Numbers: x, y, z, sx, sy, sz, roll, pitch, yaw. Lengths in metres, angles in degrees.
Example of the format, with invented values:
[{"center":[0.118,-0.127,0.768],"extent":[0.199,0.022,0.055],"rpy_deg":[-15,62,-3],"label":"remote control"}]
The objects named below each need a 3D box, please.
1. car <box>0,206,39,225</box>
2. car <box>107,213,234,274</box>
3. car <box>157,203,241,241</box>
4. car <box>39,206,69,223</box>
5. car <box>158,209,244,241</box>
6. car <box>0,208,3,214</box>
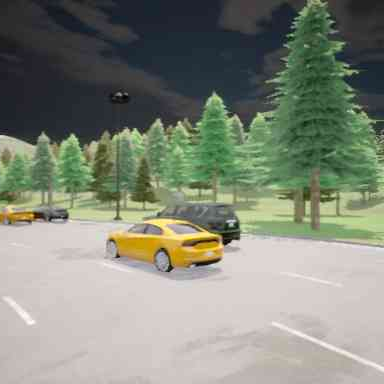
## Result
[{"center":[-15.491,1.957,28.508],"extent":[5.008,1.535,1.882],"rpy_deg":[-1,-1,39],"label":"car"},{"center":[-1.158,1.697,11.622],"extent":[1.882,1.535,5.008],"rpy_deg":[2,-2,-42],"label":"car"},{"center":[-0.262,1.529,16.091],"extent":[5.566,2.045,2.150],"rpy_deg":[-1,-2,44],"label":"car"},{"center":[-13.537,2.033,31.424],"extent":[4.902,1.511,2.128],"rpy_deg":[-1,-1,39],"label":"car"},{"center":[0.450,1.876,20.021],"extent":[4.902,1.511,2.128],"rpy_deg":[-1,-2,41],"label":"car"},{"center":[-16.181,1.906,24.549],"extent":[4.892,1.490,1.837],"rpy_deg":[-1,-1,39],"label":"car"}]
